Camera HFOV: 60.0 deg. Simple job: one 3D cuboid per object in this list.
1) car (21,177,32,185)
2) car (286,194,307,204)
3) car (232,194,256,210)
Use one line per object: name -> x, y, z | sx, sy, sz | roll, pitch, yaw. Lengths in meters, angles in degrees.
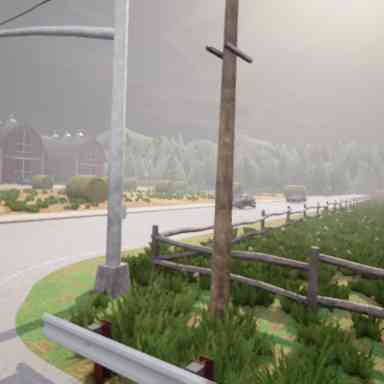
car -> -39.306, -2.455, 79.366 | 1.905, 1.878, 3.866 | 8, 2, -13
car -> 15.364, 0.969, 48.586 | 2.033, 1.411, 5.357 | 3, 2, 33
car -> 4.678, 0.911, 32.418 | 2.128, 1.511, 4.902 | 3, 2, 33
